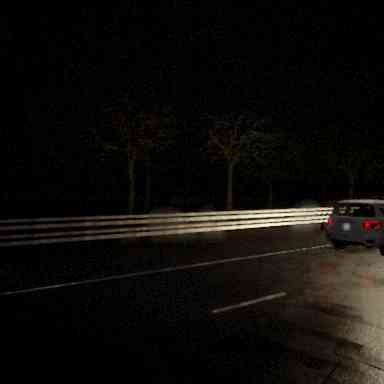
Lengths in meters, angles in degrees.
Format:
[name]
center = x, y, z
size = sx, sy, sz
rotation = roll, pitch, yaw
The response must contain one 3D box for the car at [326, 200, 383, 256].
[car]
center = 7.842, 1.331, 13.687
size = 5.566, 2.045, 2.150
rotation = 0, 0, -35
